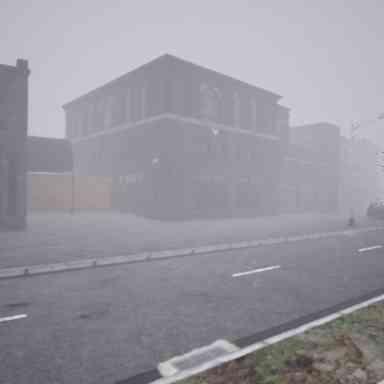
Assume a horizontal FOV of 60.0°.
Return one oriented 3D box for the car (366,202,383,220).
[{"bbox_3d":[21.568,2.072,35.226,2.435,2.045,5.566,3,-2,-44],"label":"car"}]
